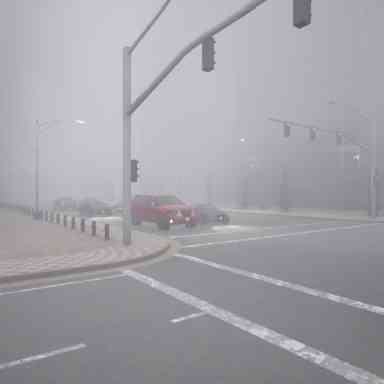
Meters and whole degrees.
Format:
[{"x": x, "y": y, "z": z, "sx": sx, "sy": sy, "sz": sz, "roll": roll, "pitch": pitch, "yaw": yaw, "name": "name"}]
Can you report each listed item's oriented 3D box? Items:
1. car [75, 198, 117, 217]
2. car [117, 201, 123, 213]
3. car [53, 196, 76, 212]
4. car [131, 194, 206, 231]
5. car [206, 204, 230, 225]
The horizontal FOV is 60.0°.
[{"x": -8.767, "y": 1.508, "z": 30.251, "sx": 1.994, "sy": 1.385, "sz": 4.181, "roll": 0, "pitch": 0, "yaw": -35, "name": "car"}, {"x": -6.166, "y": 1.509, "z": 32.641, "sx": 1.994, "sy": 1.385, "sz": 4.181, "roll": 0, "pitch": 0, "yaw": -35, "name": "car"}, {"x": -14.671, "y": 1.297, "z": 38.702, "sx": 2.097, "sy": 1.767, "sz": 4.553, "roll": 0, "pitch": 0, "yaw": -35, "name": "car"}, {"x": -1.871, "y": 1.167, "z": 20.593, "sx": 2.150, "sy": 2.045, "sz": 5.566, "roll": 0, "pitch": 0, "yaw": -36, "name": "car"}, {"x": 0.711, "y": 1.508, "z": 23.002, "sx": 1.994, "sy": 1.385, "sz": 4.181, "roll": 0, "pitch": 0, "yaw": -36, "name": "car"}]
